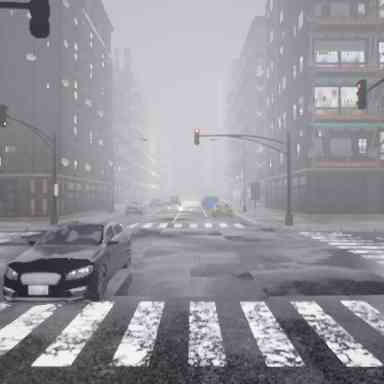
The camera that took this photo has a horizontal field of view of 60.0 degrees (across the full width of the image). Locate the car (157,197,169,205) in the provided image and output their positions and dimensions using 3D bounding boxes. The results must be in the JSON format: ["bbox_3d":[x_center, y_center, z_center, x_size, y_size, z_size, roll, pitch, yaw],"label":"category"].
[{"bbox_3d":[-5.307,1.604,60.954,1.802,1.307,4.206,1,0,0],"label":"car"}]

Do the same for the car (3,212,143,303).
[{"bbox_3d":[-2.749,1.491,8.402,2.128,1.511,4.902,0,0,0],"label":"car"}]

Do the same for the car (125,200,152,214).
[{"bbox_3d":[-5.435,1.553,32.665,2.008,1.369,4.403,1,0,0],"label":"car"}]

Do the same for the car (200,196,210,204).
[{"bbox_3d":[2.574,1.579,66.666,2.008,1.369,4.403,1,0,0],"label":"car"}]

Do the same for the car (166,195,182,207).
[{"bbox_3d":[-2.750,1.330,52.884,2.097,1.767,4.553,0,0,0],"label":"car"}]

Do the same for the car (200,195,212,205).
[{"bbox_3d":[2.575,1.462,61.009,1.967,1.590,4.097,1,0,0],"label":"car"}]

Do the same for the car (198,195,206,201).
[{"bbox_3d":[2.573,1.595,83.634,1.887,1.381,4.507,1,0,0],"label":"car"}]

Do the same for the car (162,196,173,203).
[{"bbox_3d":[-5.307,1.585,72.270,2.008,1.369,4.403,1,0,0],"label":"car"}]

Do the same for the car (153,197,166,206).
[{"bbox_3d":[-5.306,1.543,55.126,1.752,1.417,4.829,1,0,0],"label":"car"}]

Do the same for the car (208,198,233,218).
[{"bbox_3d":[2.704,1.526,30.210,1.752,1.417,4.829,1,0,0],"label":"car"}]

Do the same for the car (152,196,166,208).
[{"bbox_3d":[-5.307,1.595,49.638,1.802,1.307,4.206,1,0,0],"label":"car"}]

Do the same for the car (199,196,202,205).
[{"bbox_3d":[2.577,1.328,49.697,2.192,1.841,5.009,1,0,0],"label":"car"}]

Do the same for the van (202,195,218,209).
[{"bbox_3d":[2.609,1.349,44.044,1.690,1.788,3.998,1,0,0],"label":"van"}]
